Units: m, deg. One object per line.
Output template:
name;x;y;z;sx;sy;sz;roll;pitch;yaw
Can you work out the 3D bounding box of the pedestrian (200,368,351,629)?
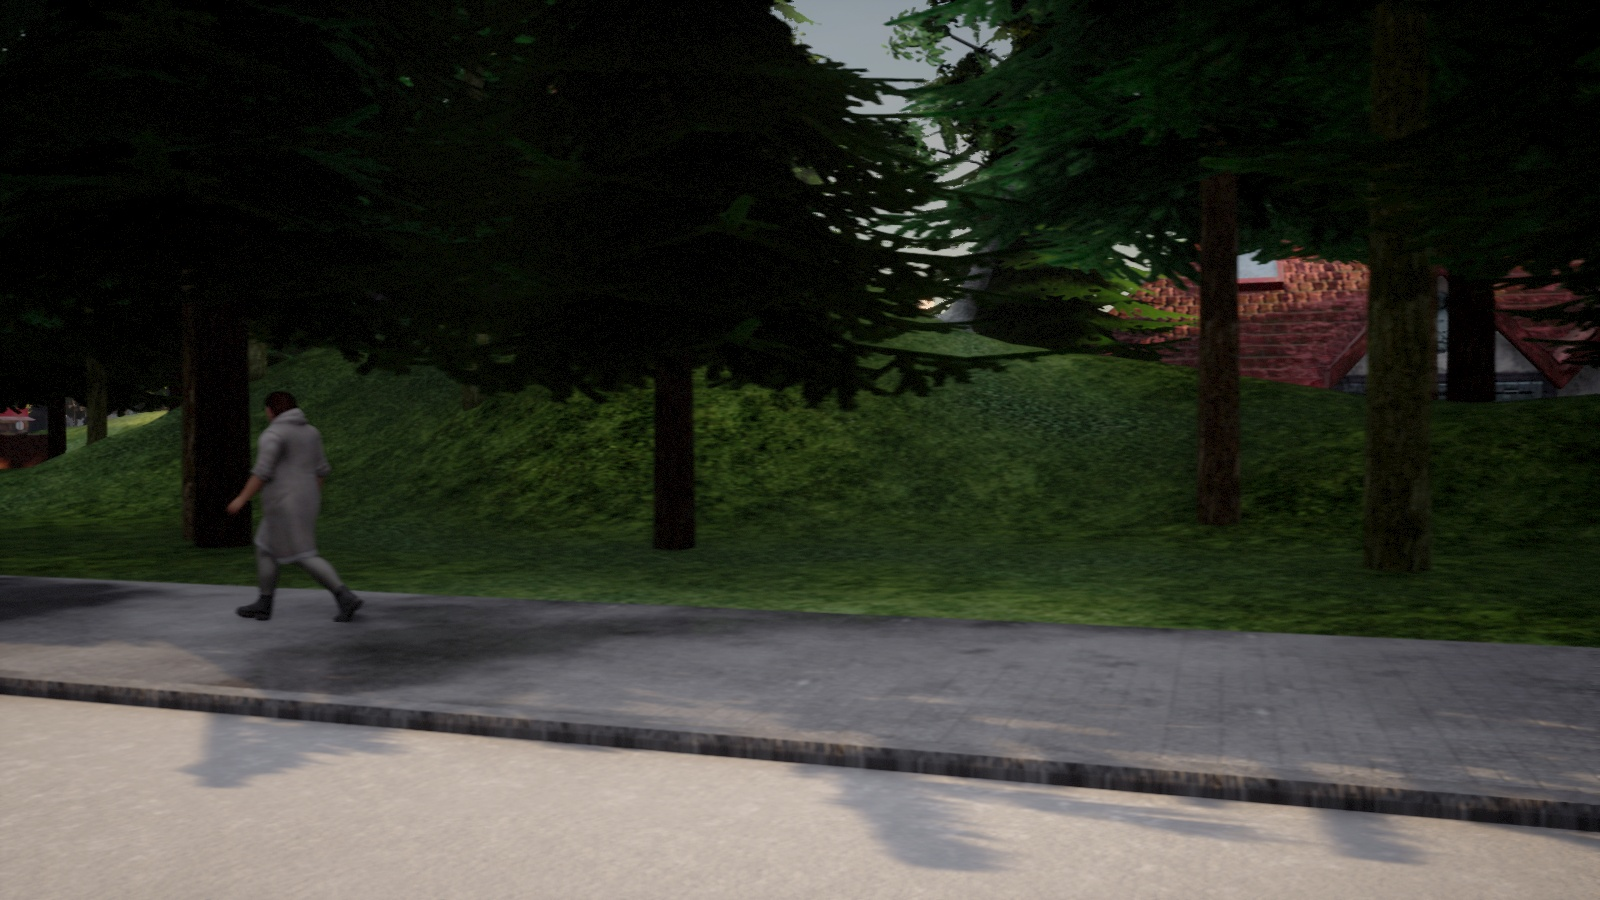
pedestrian;-4.048;0.360;9.739;0.873;1.952;0.659;0;1;3
